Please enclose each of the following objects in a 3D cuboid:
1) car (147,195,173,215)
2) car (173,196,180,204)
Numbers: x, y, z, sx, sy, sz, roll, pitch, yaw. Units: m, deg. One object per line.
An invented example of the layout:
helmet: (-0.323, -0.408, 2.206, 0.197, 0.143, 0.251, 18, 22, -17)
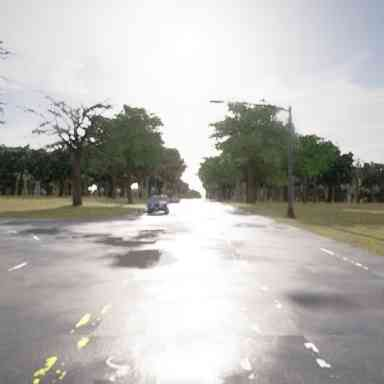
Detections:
car: (-3.630, 1.364, 36.769, 2.150, 2.045, 5.566, 0, 0, 0)
car: (-3.818, 1.710, 72.780, 2.097, 1.767, 4.553, 0, 0, 0)
